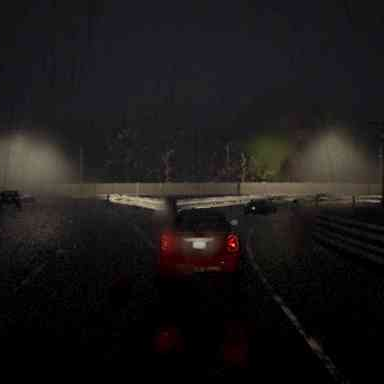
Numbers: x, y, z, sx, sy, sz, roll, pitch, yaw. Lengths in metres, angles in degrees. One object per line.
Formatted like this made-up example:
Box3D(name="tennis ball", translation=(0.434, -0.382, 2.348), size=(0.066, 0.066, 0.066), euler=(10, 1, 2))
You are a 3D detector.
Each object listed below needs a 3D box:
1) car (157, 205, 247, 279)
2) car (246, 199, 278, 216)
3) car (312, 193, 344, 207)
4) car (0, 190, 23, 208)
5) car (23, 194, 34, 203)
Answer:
Box3D(name="car", translation=(0.319, 1.251, 9.967), size=(2.097, 1.767, 4.553), euler=(0, 1, 4))
Box3D(name="car", translation=(6.028, 1.274, 28.931), size=(1.994, 1.385, 4.181), euler=(0, 1, 30))
Box3D(name="car", translation=(17.337, 0.929, 42.266), size=(4.553, 1.767, 2.097), euler=(0, 1, -38))
Box3D(name="car", translation=(-21.865, 0.824, 39.801), size=(2.150, 2.045, 5.566), euler=(0, 1, -30))
Box3D(name="car", translation=(-26.473, 1.036, 52.861), size=(1.994, 1.385, 4.181), euler=(0, 1, -37))
